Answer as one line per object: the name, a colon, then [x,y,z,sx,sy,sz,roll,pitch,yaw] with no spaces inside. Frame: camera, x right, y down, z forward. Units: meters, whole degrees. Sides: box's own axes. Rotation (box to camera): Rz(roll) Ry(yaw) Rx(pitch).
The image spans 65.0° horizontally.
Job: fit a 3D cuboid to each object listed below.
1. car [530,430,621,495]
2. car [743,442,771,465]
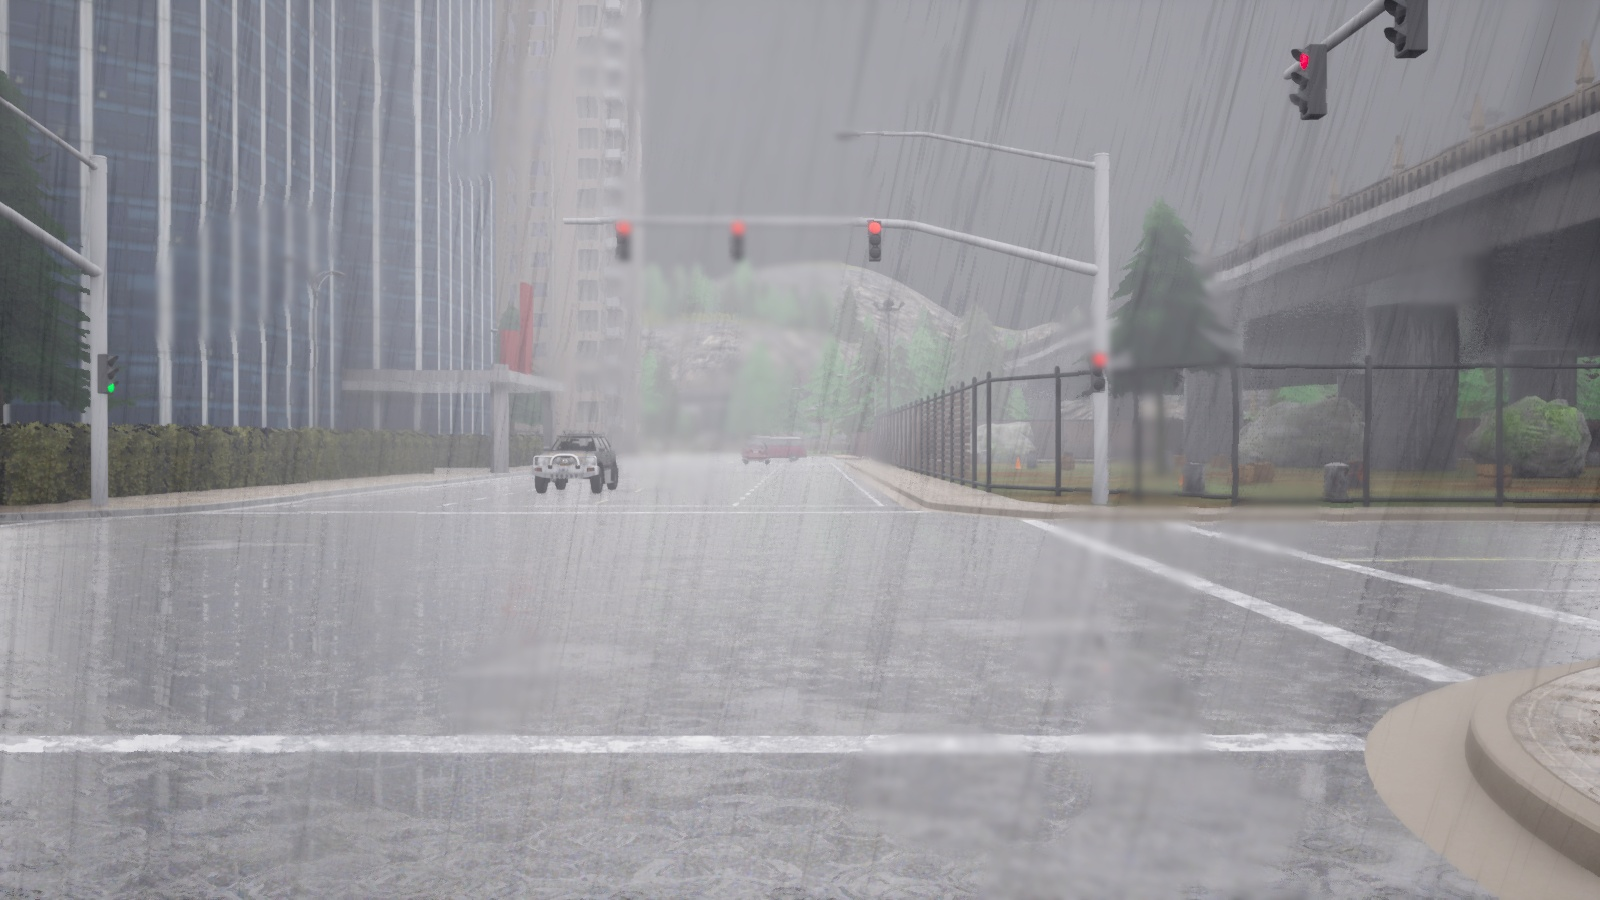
car: [-6.765,0.341,38.320,1.932,1.855,4.605,0,0,0]
car: [-2.986,0.227,87.571,1.789,1.549,3.705,0,0,0]
